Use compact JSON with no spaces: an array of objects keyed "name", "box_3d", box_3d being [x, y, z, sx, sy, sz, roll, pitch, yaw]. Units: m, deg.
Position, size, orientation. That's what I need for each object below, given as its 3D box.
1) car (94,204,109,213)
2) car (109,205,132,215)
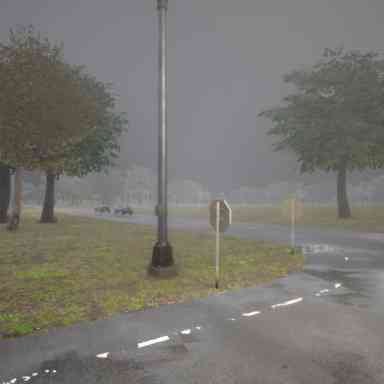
[{"name":"car","box_3d":[-16.603,3.061,61.258,1.837,1.490,4.892,2,-2,-34]},{"name":"car","box_3d":[-11.067,2.891,52.979,1.837,1.490,4.892,2,-2,-33]}]
